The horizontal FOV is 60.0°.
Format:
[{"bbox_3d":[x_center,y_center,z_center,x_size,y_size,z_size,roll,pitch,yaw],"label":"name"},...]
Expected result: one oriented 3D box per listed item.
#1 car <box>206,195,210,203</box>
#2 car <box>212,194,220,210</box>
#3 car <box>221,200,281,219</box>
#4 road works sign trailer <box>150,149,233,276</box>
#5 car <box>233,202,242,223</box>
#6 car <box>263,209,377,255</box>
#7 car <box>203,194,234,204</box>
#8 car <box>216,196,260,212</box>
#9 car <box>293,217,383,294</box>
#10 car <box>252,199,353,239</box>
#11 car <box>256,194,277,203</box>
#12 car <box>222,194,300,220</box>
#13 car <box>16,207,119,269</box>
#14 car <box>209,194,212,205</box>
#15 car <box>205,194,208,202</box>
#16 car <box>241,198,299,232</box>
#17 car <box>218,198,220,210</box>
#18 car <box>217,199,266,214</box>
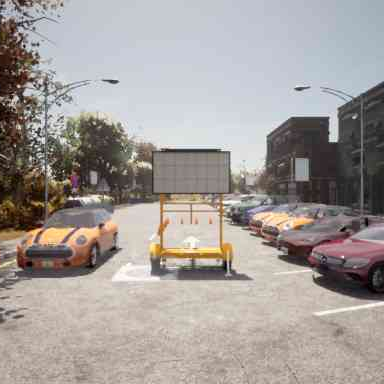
[{"bbox_3d":[5.315,1.583,50.664,5.008,1.535,2.097,1,-1,-20],"label":"car"},{"bbox_3d":[5.287,1.271,32.630,5.566,2.045,2.435,1,0,-20],"label":"car"},{"bbox_3d":[5.276,1.545,29.628,4.792,1.488,2.163,1,0,-20],"label":"car"},{"bbox_3d":[-0.021,0.467,10.336,2.380,3.560,2.880,0,0,0],"label":"road works sign trailer"},{"bbox_3d":[5.289,1.538,20.634,4.674,1.452,2.002,1,0,-20],"label":"car"},{"bbox_3d":[5.260,1.518,11.616,4.792,1.488,2.163,1,0,-20],"label":"car"},{"bbox_3d":[5.315,1.392,65.702,5.566,2.045,2.435,1,0,-20],"label":"car"},{"bbox_3d":[5.286,1.414,38.643,4.553,1.767,2.185,1,0,-20],"label":"car"},{"bbox_3d":[5.291,1.527,8.625,4.674,1.452,2.002,1,0,-20],"label":"car"},{"bbox_3d":[5.321,1.366,14.637,4.553,1.767,2.185,1,0,-20],"label":"car"},{"bbox_3d":[18.258,1.464,81.713,2.435,2.045,5.566,0,0,-21],"label":"car"},{"bbox_3d":[5.286,1.252,23.613,5.566,2.045,2.435,1,0,-20],"label":"car"},{"bbox_3d":[-3.887,1.355,11.181,2.097,1.767,4.553,0,0,0],"label":"car"},{"bbox_3d":[5.358,1.447,47.662,4.553,1.767,2.185,1,0,-20],"label":"car"},{"bbox_3d":[5.135,1.613,59.608,5.366,1.575,1.946,1,0,-20],"label":"car"},{"bbox_3d":[5.323,1.369,17.638,4.553,1.767,2.185,1,0,-20],"label":"car"},{"bbox_3d":[5.127,1.503,26.570,5.366,1.575,1.946,1,0,-20],"label":"car"},{"bbox_3d":[5.288,1.560,35.629,4.792,1.488,2.163,1,0,-20],"label":"car"}]
